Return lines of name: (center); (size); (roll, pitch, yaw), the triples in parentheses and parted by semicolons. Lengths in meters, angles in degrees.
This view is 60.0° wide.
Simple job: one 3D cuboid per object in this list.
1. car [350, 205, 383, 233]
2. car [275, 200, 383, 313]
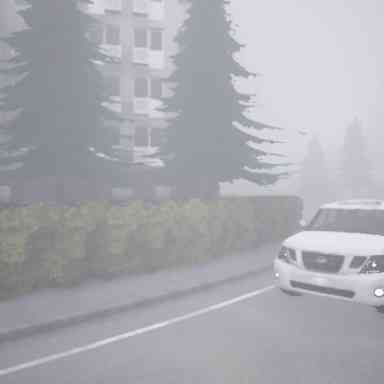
car: (11.340, 1.601, 20.713); (1.994, 1.385, 4.181); (0, 0, 15)
car: (4.098, 1.238, 8.077); (2.150, 2.045, 5.566); (-1, 0, 41)
